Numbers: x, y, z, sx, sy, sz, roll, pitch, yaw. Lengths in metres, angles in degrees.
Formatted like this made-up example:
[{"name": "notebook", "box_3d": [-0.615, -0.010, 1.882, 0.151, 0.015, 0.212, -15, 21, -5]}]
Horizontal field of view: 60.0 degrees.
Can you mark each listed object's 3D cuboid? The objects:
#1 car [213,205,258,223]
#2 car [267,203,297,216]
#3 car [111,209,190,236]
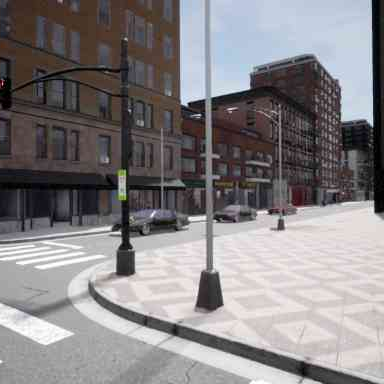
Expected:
[{"name": "car", "box_3d": [3.816, 1.796, 28.452, 2.033, 1.411, 5.357, -1, -1, 35]}, {"name": "car", "box_3d": [10.150, 1.937, 37.232, 1.895, 1.301, 4.718, -1, -1, 36]}, {"name": "car", "box_3d": [-2.270, 1.708, 19.986, 2.033, 1.411, 5.357, -1, -1, 36]}]
